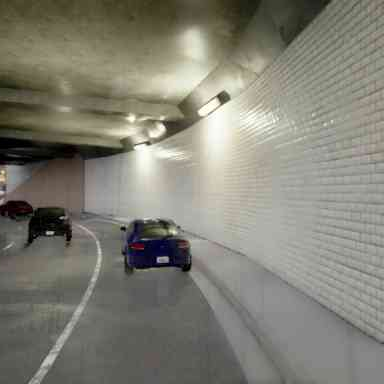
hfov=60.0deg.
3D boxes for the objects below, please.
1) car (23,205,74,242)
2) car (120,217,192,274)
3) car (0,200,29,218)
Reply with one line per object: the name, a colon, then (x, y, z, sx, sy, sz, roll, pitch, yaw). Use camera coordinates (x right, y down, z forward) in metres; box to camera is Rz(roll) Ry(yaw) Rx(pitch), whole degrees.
car: (-7.050, 1.506, 16.639, 1.837, 1.490, 4.892, 1, 0, -22)
car: (-1.253, 1.525, 10.549, 1.812, 1.442, 4.674, 0, 0, -13)
car: (-16.211, 1.477, 30.558, 1.882, 1.535, 5.008, 0, 0, -40)
